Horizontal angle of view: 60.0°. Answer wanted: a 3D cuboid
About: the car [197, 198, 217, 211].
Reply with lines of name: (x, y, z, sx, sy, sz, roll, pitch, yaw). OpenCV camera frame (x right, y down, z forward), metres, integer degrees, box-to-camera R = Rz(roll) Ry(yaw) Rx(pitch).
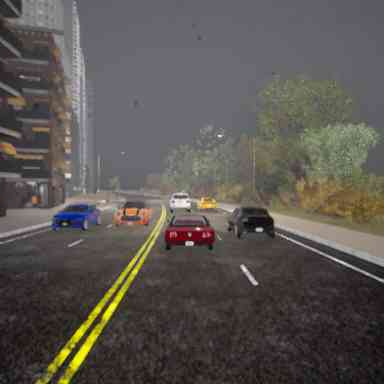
car: (1.734, 1.433, 38.924, 1.882, 1.535, 5.008, 0, 0, -4)

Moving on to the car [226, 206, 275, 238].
car: (2.981, 1.485, 17.576, 1.837, 1.490, 4.892, 0, 0, -2)

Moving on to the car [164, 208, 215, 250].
car: (-0.146, 1.589, 14.323, 1.895, 1.301, 4.718, 0, 0, -2)

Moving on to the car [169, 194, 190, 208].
car: (-1.401, 1.183, 37.486, 2.150, 2.045, 5.566, 0, 0, -4)

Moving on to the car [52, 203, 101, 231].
car: (-7.026, 1.471, 20.650, 1.882, 1.535, 5.008, 0, 0, -2)

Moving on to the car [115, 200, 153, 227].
car: (-3.836, 1.337, 22.491, 2.097, 1.767, 4.553, 0, 0, -2)
